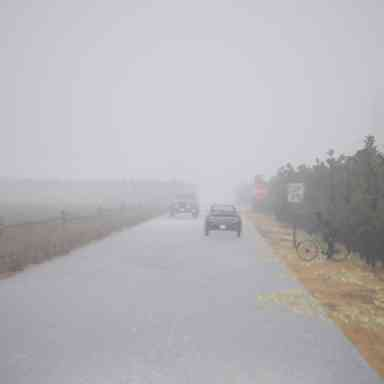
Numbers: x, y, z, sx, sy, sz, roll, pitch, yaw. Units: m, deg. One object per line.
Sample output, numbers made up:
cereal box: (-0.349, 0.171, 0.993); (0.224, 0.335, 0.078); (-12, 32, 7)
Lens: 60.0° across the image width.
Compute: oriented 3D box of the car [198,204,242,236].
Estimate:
car: (1.700, 1.432, 18.159); (2.128, 1.511, 4.902); (1, 0, 5)

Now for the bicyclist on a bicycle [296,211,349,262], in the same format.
bicyclist on a bicycle: (4.212, 1.439, 10.706); (1.656, 1.620, 0.582); (1, 0, 5)

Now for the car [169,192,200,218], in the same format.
car: (-0.513, 1.015, 28.760); (2.150, 2.045, 5.566); (1, 0, 5)
